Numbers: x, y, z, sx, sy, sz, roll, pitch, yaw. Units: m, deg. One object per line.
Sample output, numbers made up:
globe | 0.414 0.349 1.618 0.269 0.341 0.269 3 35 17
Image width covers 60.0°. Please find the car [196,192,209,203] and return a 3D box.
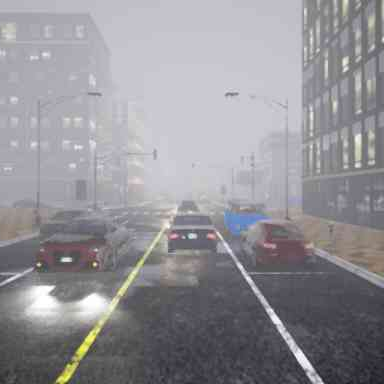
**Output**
car | 2.232 1.269 61.306 1.752 1.417 4.829 0 0 0

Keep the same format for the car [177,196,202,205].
car | -0.429 1.381 31.077 1.812 1.442 4.674 0 0 -4

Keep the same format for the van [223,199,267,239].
van | 2.537 1.265 16.349 1.690 1.788 3.998 0 0 0

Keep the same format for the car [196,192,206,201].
car | 2.109 1.004 77.752 2.192 1.841 5.009 0 0 0

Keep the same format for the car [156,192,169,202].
car | -6.188 1.250 66.441 1.752 1.417 4.829 0 0 0

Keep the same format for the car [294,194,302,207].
car | 14.641 1.183 37.332 5.009 1.841 2.192 0 0 -1

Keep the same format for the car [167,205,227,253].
car | -0.001 1.484 13.390 2.033 1.411 5.357 0 0 -1

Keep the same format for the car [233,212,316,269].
car | 2.579 1.532 10.662 1.802 1.307 4.206 0 0 0

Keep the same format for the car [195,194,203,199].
car | 1.983 1.192 94.370 2.008 1.369 4.403 0 0 0

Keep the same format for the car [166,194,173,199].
car | -6.396 1.165 94.136 1.752 1.417 4.829 0 0 0

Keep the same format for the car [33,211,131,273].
car | -3.176 1.513 10.384 1.994 1.385 4.181 0 0 0

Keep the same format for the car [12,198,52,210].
car | -17.745 1.353 37.010 4.206 1.307 1.802 0 0 -1

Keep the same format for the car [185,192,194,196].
car | -0.658 0.884 87.533 2.150 2.045 5.566 0 0 0

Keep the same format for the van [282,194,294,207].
van | 14.556 1.211 45.712 3.998 1.788 1.690 0 0 -1

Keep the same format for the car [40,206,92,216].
car | -5.811 1.488 16.313 1.947 1.339 4.313 0 0 0

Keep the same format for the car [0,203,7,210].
car | -23.238 1.285 36.955 4.829 1.417 1.752 0 0 -1

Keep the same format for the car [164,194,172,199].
car | -6.356 1.205 88.767 2.008 1.369 4.403 0 0 0

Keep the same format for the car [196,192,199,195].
car | 2.149 1.289 72.214 1.802 1.307 4.206 0 0 0

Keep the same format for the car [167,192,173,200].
car | -6.271 1.002 77.688 2.192 1.841 5.009 0 0 0
